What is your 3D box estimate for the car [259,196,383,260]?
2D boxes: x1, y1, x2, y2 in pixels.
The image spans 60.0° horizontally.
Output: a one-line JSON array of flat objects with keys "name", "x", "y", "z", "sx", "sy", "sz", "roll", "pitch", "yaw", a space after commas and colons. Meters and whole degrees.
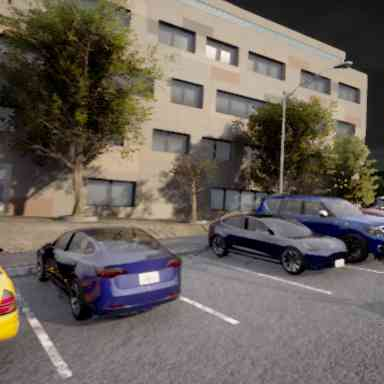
[{"name": "car", "x": 4.778, "y": 1.177, "z": 12.341, "sx": 2.435, "sy": 2.045, "sz": 5.566, "roll": 0, "pitch": 0, "yaw": -36}]

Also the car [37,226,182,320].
[{"name": "car", "x": -2.077, "y": 1.498, "z": 7.521, "sx": 2.163, "sy": 1.488, "sz": 4.792, "roll": 0, "pitch": 0, "yaw": -36}]

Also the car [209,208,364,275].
[{"name": "car", "x": 2.505, "y": 1.471, "z": 10.718, "sx": 2.163, "sy": 1.488, "sz": 4.792, "roll": 0, "pitch": 0, "yaw": -36}]

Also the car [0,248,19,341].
[{"name": "car", "x": -4.442, "y": 1.479, "z": 6.025, "sx": 1.946, "sy": 1.575, "sz": 5.366, "roll": 0, "pitch": 0, "yaw": -36}]
